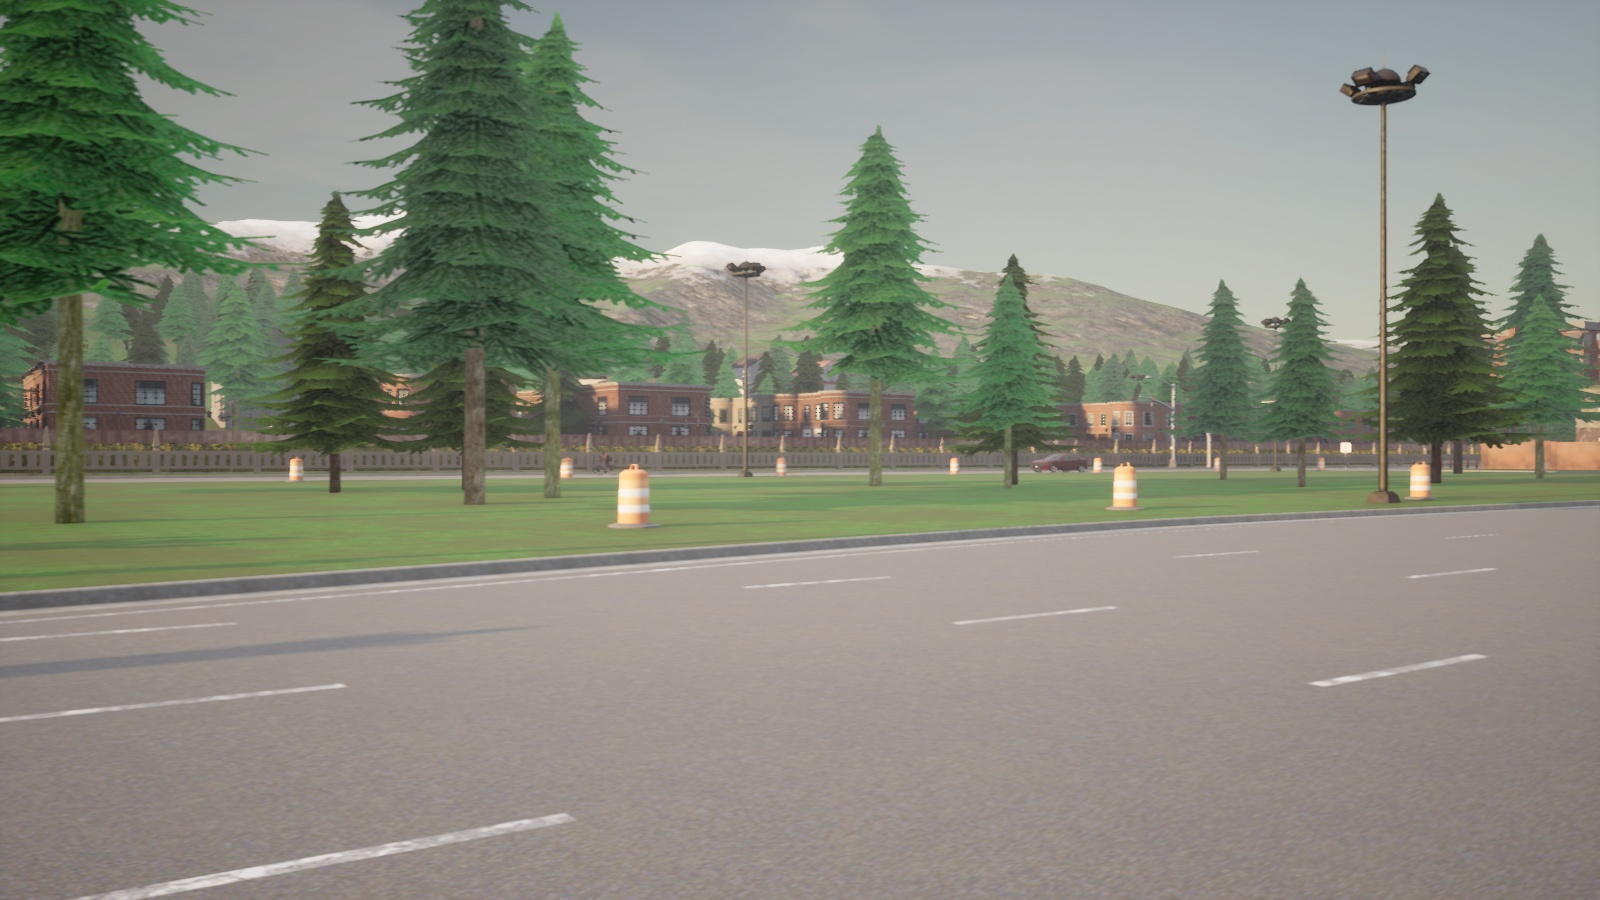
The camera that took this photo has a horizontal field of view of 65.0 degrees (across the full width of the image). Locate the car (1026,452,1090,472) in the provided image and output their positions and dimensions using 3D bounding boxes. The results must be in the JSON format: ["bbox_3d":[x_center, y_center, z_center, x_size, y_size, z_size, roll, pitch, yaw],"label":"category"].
[{"bbox_3d":[19.914,0.915,96.878,5.008,1.535,1.882,0,0,-35],"label":"car"}]
